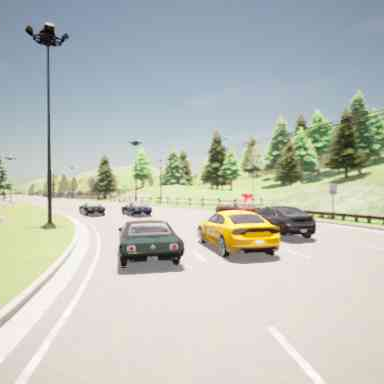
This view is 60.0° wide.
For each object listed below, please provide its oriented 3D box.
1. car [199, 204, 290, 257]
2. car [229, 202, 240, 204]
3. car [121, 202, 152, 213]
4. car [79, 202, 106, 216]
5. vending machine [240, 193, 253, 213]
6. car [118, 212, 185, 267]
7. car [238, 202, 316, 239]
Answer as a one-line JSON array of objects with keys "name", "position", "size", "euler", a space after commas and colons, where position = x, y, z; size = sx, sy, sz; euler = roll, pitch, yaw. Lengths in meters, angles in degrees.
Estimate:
[{"name": "car", "position": [1.611, 1.454, 12.971], "size": [1.882, 1.535, 5.008], "euler": [-1, 0, -13]}, {"name": "car", "position": [3.870, 1.546, 28.709], "size": [1.895, 1.301, 4.718], "euler": [-1, 0, -22]}, {"name": "car", "position": [-5.515, 1.653, 32.460], "size": [1.895, 1.301, 4.718], "euler": [-1, 0, -27]}, {"name": "car", "position": [-10.378, 1.708, 34.274], "size": [1.895, 1.301, 4.718], "euler": [-1, 0, -28]}, {"name": "vending machine", "position": [5.706, 1.118, 34.825], "size": [1.100, 2.100, 0.880], "euler": [-1, 0, -25]}, {"name": "car", "position": [-1.601, 1.615, 11.612], "size": [1.895, 1.301, 4.718], "euler": [-1, 0, -13]}, {"name": "car", "position": [4.246, 1.450, 16.790], "size": [1.837, 1.490, 4.892], "euler": [0, 0, -15]}]
